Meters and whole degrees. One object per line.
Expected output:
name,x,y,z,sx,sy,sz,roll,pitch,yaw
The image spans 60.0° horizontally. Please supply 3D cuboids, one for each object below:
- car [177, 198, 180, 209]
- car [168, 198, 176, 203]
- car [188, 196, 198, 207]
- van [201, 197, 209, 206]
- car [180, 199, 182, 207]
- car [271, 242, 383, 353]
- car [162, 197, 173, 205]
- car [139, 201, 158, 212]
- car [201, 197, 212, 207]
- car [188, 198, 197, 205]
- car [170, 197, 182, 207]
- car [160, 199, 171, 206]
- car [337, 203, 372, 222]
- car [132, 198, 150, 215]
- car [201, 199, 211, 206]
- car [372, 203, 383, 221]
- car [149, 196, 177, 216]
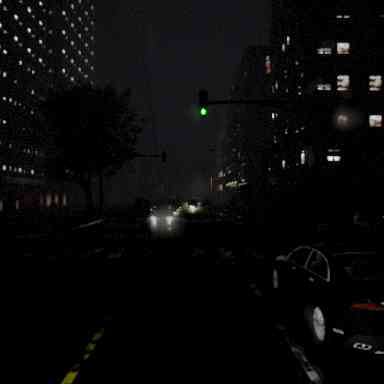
car,-3.058,1.855,45.413,1.882,1.535,5.008,0,0,0
car,-5.616,2.376,93.813,2.008,1.369,4.403,0,-1,0
car,0.153,2.050,64.268,1.837,1.490,4.892,0,0,0
van,2.747,1.954,71.718,1.690,1.788,3.998,0,-1,0
car,-3.049,1.985,54.721,1.812,1.442,4.674,0,-1,1
car,2.693,1.600,6.193,2.008,1.369,4.403,0,0,0
car,-5.630,1.980,77.247,2.192,1.841,5.009,0,-1,0
car,-5.656,1.932,44.109,1.947,1.339,4.313,0,0,0
car,2.738,2.078,60.670,1.947,1.339,4.313,0,-1,0
car,0.065,2.211,77.888,2.033,1.411,5.357,0,-1,0
car,-2.987,1.900,64.653,2.097,1.767,4.553,0,-1,1
car,-5.634,2.179,71.723,1.947,1.339,4.313,0,-1,0
car,13.446,1.548,25.591,4.403,1.369,2.008,-1,0,-1
car,-5.661,1.633,38.589,2.192,1.841,5.009,0,0,0
car,2.743,2.089,66.363,1.752,1.417,4.829,0,-1,0
car,15.283,1.517,23.030,4.181,1.385,1.994,-1,0,-1
car,-3.071,1.651,36.324,2.097,1.767,4.553,0,0,0
